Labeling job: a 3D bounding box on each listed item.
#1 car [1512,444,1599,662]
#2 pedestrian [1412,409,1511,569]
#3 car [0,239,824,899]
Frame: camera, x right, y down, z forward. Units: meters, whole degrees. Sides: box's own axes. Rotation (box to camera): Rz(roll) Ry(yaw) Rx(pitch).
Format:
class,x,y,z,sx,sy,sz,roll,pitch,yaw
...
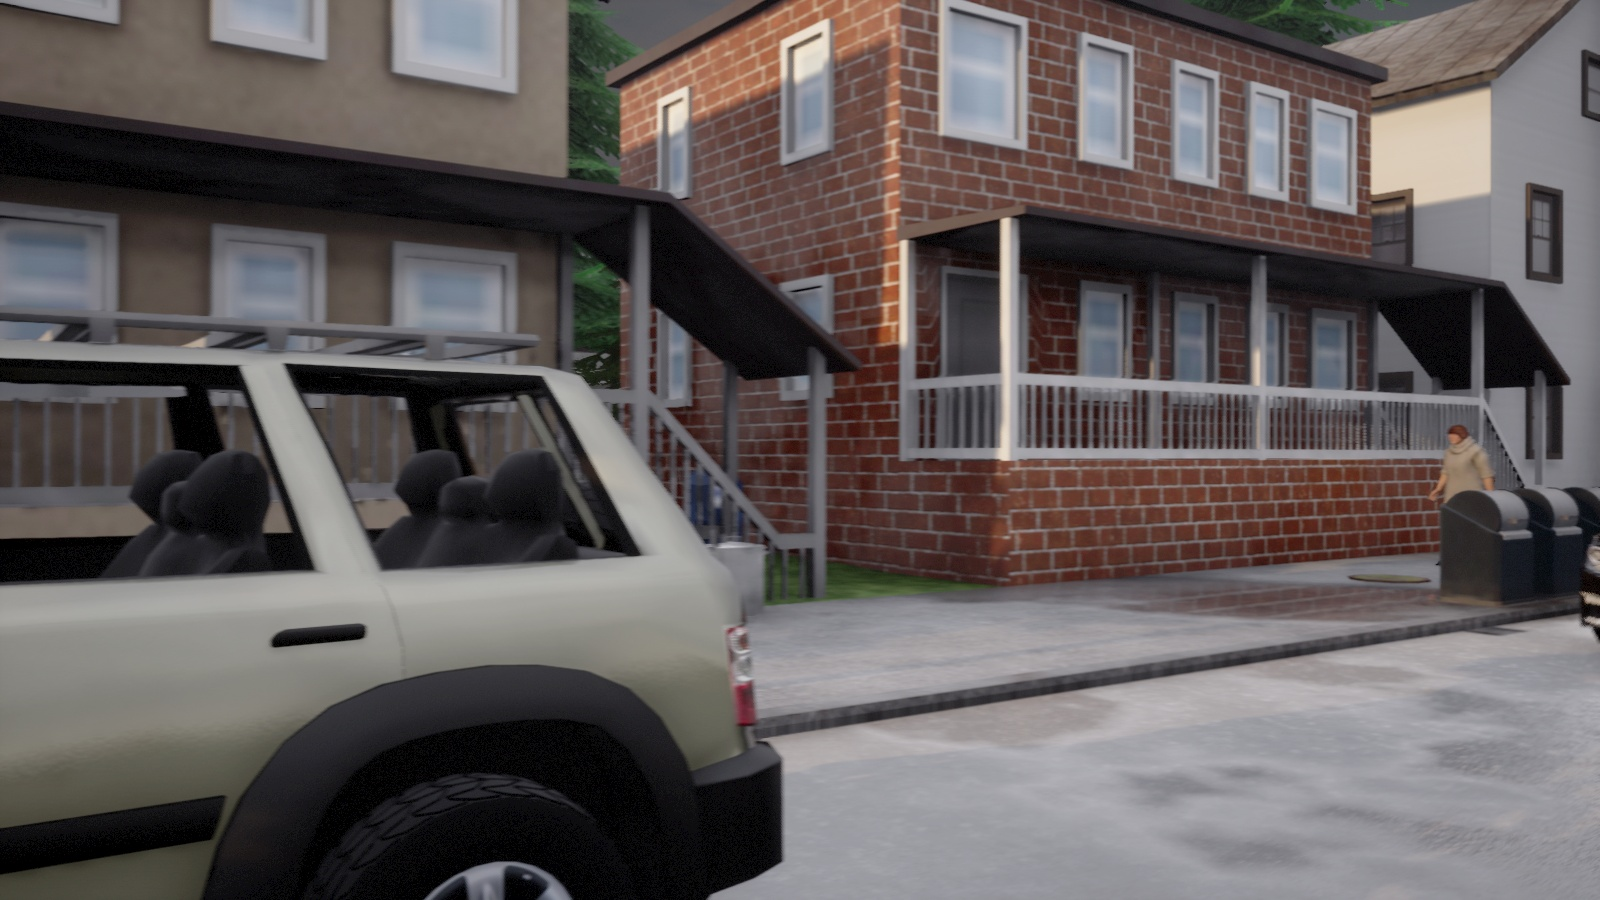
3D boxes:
class,x,y,z,sx,sy,sz,roll,pitch,yaw
car,7.830,0.708,9.707,4.902,1.511,2.128,0,0,-35
pedestrian,8.237,0.475,15.661,0.873,1.952,0.659,0,0,-3
car,-2.384,0.572,2.613,4.605,1.855,1.932,0,0,-35
